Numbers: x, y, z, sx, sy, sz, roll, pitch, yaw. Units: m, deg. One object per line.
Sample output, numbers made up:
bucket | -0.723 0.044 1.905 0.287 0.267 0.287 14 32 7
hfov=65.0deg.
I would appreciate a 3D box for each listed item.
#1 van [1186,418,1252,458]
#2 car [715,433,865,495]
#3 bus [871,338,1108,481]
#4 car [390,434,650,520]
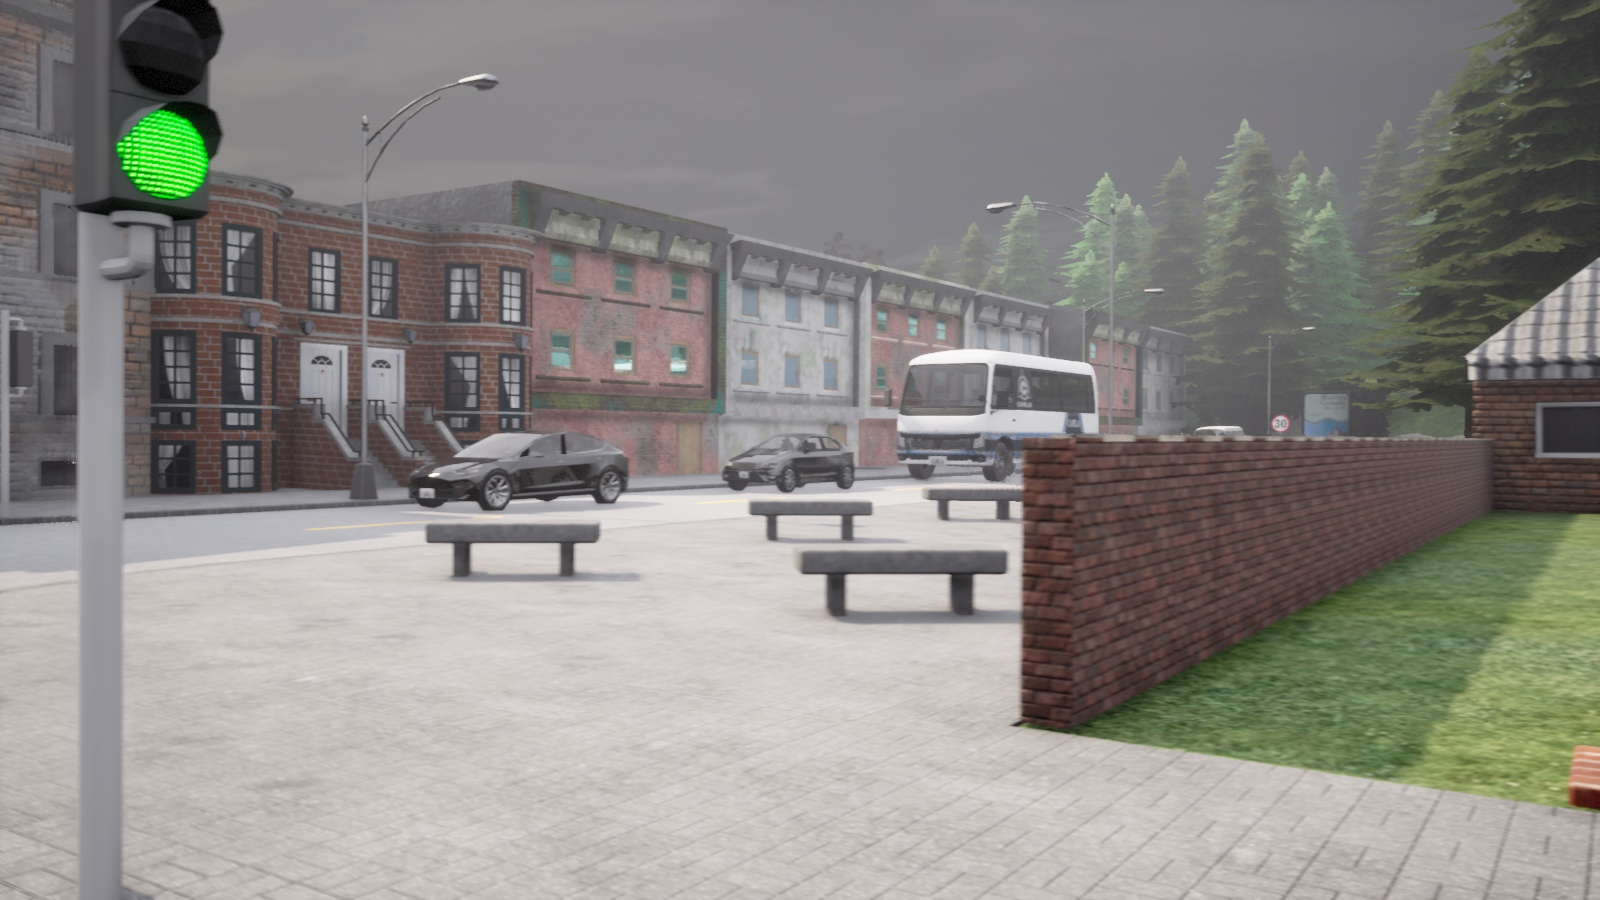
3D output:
van | 21.865 -0.636 65.377 2.069 2.038 4.480 0 1 35
car | -0.174 0.305 32.323 1.816 1.474 4.193 0 1 34
bus | 6.756 -1.290 42.723 3.944 4.253 10.273 0 1 34
car | -5.323 0.444 24.565 2.163 1.488 4.792 0 1 33
